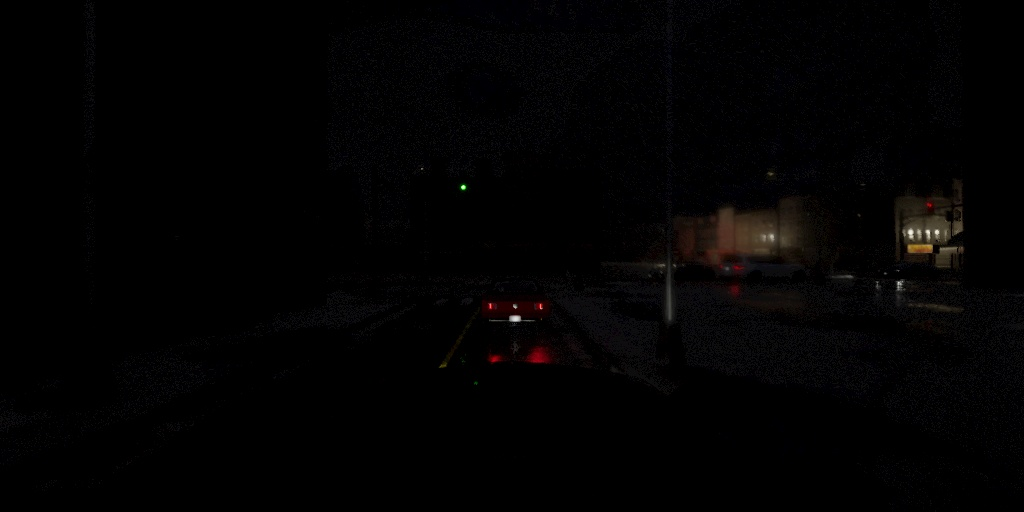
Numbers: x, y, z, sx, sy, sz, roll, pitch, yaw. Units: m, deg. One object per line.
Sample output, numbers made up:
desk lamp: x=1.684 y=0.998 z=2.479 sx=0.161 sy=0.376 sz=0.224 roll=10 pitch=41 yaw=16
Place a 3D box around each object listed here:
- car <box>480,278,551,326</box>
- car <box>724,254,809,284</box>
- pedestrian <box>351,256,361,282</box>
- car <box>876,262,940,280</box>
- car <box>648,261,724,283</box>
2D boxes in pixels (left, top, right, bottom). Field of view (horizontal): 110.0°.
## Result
car: x=0.101 y=1.347 z=11.611 sx=1.895 sy=1.301 sz=4.718 roll=0 pitch=0 yaw=0
car: x=17.172 y=0.908 z=24.575 sx=5.566 sy=2.045 sz=2.150 roll=0 pitch=0 yaw=-8
pedestrian: x=-11.206 y=0.936 z=25.769 sx=0.375 sy=1.860 sz=0.375 roll=0 pitch=0 yaw=-9
car: x=33.137 y=1.186 z=29.979 sx=4.674 sy=1.442 sz=1.812 roll=0 pitch=0 yaw=-9
car: x=12.603 y=1.204 z=26.706 sx=4.902 sy=1.511 sz=2.128 roll=0 pitch=0 yaw=-9
